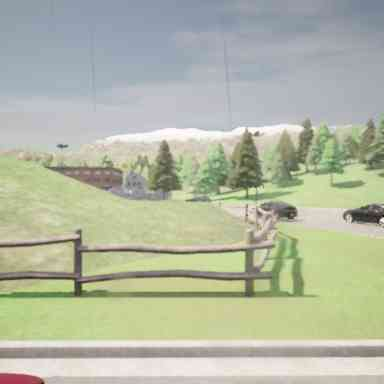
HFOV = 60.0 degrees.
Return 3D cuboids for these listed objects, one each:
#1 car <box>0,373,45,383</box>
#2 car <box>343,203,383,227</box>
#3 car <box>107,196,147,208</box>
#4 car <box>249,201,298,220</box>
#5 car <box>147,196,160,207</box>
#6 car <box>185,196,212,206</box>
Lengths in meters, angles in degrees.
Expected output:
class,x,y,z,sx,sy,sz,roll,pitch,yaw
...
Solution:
class,x,y,z,sx,sy,sz,roll,pitch,yaw
car,-3.280,1.600,1.692,4.718,1.301,1.895,0,0,0
car,12.633,1.521,22.836,1.837,1.490,4.892,0,0,-19
car,-9.806,1.561,48.777,5.357,1.411,2.033,0,0,27
car,6.705,1.519,27.892,1.837,1.490,4.892,0,0,-25
car,-7.890,1.367,51.619,4.553,1.767,2.097,0,0,28
car,0.981,1.374,54.893,4.553,1.767,2.097,0,0,34
